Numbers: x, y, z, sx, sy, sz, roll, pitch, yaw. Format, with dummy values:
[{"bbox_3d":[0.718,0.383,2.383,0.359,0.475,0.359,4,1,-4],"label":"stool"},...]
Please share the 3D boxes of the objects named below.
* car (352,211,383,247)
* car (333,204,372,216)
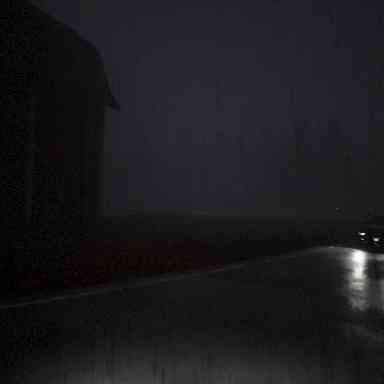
[{"bbox_3d":[9.595,1.857,16.117,1.837,1.490,4.892,2,0,43],"label":"car"},{"bbox_3d":[20.311,2.242,42.112,4.553,1.767,2.097,2,0,30],"label":"car"}]
